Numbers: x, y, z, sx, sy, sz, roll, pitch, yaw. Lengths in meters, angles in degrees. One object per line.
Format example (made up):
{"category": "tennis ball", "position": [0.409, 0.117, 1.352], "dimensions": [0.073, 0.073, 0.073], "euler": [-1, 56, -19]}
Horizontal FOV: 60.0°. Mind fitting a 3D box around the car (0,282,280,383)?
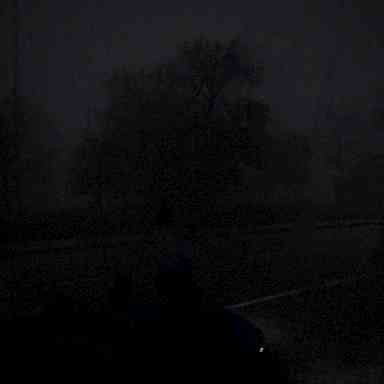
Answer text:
{"category": "car", "position": [-1.342, 1.518, 2.649], "dimensions": [4.674, 1.442, 1.812], "euler": [0, 0, -35]}
